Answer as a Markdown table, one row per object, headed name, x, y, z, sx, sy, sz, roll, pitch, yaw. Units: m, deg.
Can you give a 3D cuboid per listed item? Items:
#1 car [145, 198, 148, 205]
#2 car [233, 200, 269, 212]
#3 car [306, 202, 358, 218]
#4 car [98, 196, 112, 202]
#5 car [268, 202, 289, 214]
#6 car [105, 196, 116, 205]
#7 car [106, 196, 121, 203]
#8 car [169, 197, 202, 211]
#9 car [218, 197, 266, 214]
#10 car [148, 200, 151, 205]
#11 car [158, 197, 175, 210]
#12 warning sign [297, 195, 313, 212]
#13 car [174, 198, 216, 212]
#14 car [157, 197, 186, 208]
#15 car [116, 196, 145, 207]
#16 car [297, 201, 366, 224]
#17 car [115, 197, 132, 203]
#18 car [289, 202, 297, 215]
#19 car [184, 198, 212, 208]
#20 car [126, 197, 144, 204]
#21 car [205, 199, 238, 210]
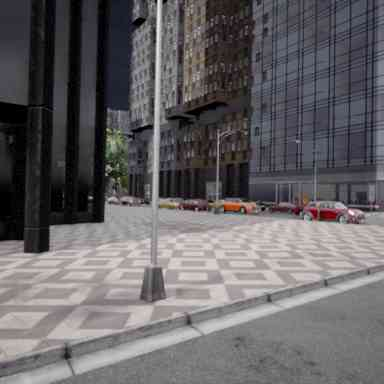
| name | x | y | z | sx | sy | sz | roll | pitch | yaw |
| --- | --- | --- | --- | --- | --- | --- | --- | --- | --- |
| car | -9.352 | 1.700 | 60.081 | 1.895 | 1.301 | 4.718 | 2 | -1 | -35 |
| car | 7.269 | 1.727 | 41.510 | 1.947 | 1.339 | 4.313 | 2 | -1 | -35 |
| car | 13.636 | 1.720 | 32.573 | 1.947 | 1.339 | 4.313 | 2 | -1 | -35 |
| car | -21.382 | 1.752 | 81.730 | 1.802 | 1.307 | 4.206 | 2 | -1 | -35 |
| car | 10.452 | 1.740 | 37.041 | 1.802 | 1.307 | 4.206 | 2 | -1 | -35 |
| car | -12.411 | 1.530 | 54.448 | 1.802 | 1.307 | 4.206 | 2 | -1 | -35 |
| car | -18.296 | 1.696 | 77.401 | 1.752 | 1.417 | 4.829 | 2 | -1 | -35 |
| car | -0.911 | 1.515 | 42.914 | 1.837 | 1.490 | 4.892 | 2 | -1 | -35 |
| car | 5.030 | 1.357 | 34.565 | 2.097 | 1.767 | 4.553 | 2 | -1 | -35 |
| car | -5.465 | 1.722 | 59.387 | 2.008 | 1.369 | 4.403 | 2 | -1 | -35 |
| car | -2.759 | 1.466 | 40.901 | 1.752 | 1.417 | 4.829 | 2 | -1 | -35 |
| warning sign | 12.810 | 1.333 | 37.726 | 1.300 | 1.860 | 1.060 | 2 | -1 | -35 |
| car | 0.326 | 1.482 | 36.570 | 1.887 | 1.381 | 4.507 | 2 | -1 | -35 |
| car | -3.262 | 1.589 | 51.610 | 2.128 | 1.511 | 4.902 | 2 | -1 | -35 |
| car | -9.224 | 1.387 | 49.980 | 1.967 | 1.590 | 4.097 | 2 | -1 | -35 |
| car | 9.862 | 1.368 | 23.189 | 1.967 | 1.590 | 4.097 | 2 | -1 | -36 |
| car | -15.015 | 1.736 | 72.793 | 1.947 | 1.339 | 4.313 | 2 | -1 | -35 |
| car | 10.659 | 1.477 | 26.658 | 1.882 | 1.535 | 5.008 | 2 | -1 | -36 |
| car | 0.903 | 1.718 | 50.448 | 2.008 | 1.369 | 4.403 | 2 | -1 | -35 |
| car | -11.832 | 1.737 | 68.324 | 1.947 | 1.339 | 4.313 | 2 | -1 | -35 |
| car | 3.988 | 1.690 | 46.118 | 1.752 | 1.417 | 4.829 | 2 | -1 | -35 |
